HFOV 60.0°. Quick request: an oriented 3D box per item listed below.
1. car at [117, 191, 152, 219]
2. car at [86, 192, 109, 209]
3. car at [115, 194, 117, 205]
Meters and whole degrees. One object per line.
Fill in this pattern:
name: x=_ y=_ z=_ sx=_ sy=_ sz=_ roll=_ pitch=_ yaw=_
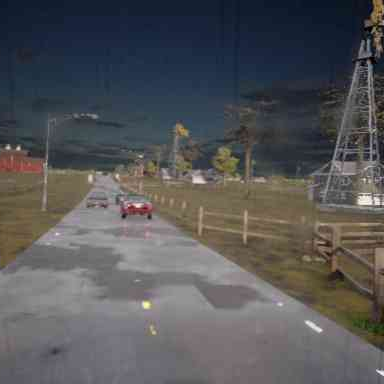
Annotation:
car: x=-4.226 y=0.933 z=24.793 sx=2.097 sy=1.767 sz=4.553 roll=3 pitch=1 yaw=-15
car: x=-8.814 y=0.759 z=31.106 sx=2.033 sy=1.411 sz=5.357 roll=3 pitch=1 yaw=-15
car: x=-7.776 y=0.632 z=38.125 sx=2.128 sy=1.511 sz=4.902 roll=3 pitch=1 yaw=-14
